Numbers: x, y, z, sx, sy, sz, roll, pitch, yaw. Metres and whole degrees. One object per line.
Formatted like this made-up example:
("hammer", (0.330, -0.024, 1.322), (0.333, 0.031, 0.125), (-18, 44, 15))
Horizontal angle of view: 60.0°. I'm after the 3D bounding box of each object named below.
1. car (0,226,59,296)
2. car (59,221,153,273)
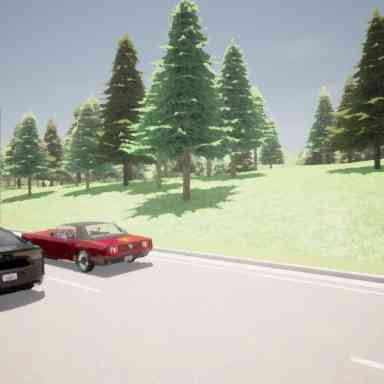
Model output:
("car", (-5.479, 1.477, 7.805), (5.008, 1.535, 1.882), (0, 0, 36))
("car", (-3.592, 1.600, 10.760), (4.718, 1.301, 1.895), (0, 0, 36))
